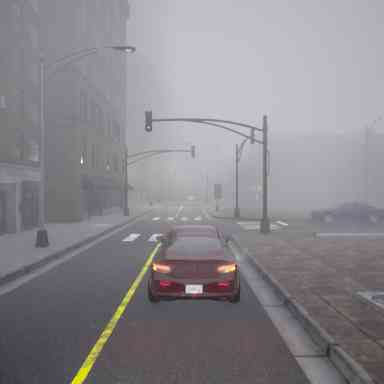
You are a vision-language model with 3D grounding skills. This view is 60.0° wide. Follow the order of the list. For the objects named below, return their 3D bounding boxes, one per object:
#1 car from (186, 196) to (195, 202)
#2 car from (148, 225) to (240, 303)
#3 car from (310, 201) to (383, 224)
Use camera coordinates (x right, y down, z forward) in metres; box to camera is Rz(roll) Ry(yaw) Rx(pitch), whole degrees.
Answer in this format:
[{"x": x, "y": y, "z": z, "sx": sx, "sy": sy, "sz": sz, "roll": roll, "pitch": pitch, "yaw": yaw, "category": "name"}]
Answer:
[{"x": -0.247, "y": 1.567, "z": 76.077, "sx": 1.812, "sy": 1.442, "sz": 4.674, "roll": 0, "pitch": 0, "yaw": 0, "category": "car"}, {"x": 0.063, "y": 1.526, "z": 8.101, "sx": 1.812, "sy": 1.442, "sz": 4.674, "roll": 0, "pitch": 0, "yaw": 1, "category": "car"}, {"x": 11.047, "y": 1.432, "z": 23.827, "sx": 5.008, "sy": 1.535, "sz": 1.882, "roll": 0, "pitch": 0, "yaw": 0, "category": "car"}]
